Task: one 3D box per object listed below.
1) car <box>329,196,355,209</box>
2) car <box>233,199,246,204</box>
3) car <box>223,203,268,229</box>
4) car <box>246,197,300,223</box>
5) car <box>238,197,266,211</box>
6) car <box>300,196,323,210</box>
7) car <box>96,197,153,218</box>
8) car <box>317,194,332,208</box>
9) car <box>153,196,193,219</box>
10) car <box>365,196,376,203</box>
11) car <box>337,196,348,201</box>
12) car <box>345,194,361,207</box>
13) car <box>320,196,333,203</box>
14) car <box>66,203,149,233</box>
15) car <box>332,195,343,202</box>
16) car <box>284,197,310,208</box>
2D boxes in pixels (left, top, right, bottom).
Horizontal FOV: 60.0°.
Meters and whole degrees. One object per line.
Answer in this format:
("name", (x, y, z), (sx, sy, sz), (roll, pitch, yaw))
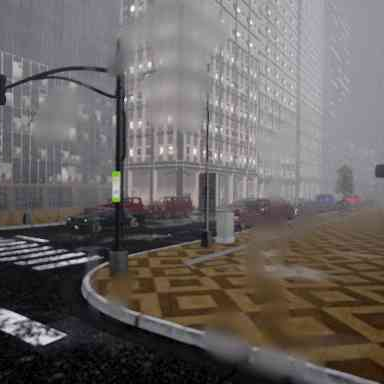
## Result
("car", (21.343, 1.657, 47.131), (1.812, 1.442, 4.674), (1, 1, 35))
("car", (5.471, 1.499, 34.845), (1.882, 1.535, 5.008), (1, 1, 35))
("car", (3.206, 1.670, 22.049), (1.802, 1.307, 4.206), (1, 0, 35))
("car", (6.695, 1.411, 26.978), (2.192, 1.841, 5.009), (1, 0, 35))
("car", (7.641, 1.434, 42.305), (1.967, 1.590, 4.097), (1, 0, 35))
("car", (15.226, 1.644, 43.618), (1.994, 1.385, 4.181), (1, 1, 35))
("car", (-5.515, 1.279, 23.805), (2.192, 1.841, 5.009), (1, 0, 35))
("car", (20.613, 1.312, 51.330), (2.150, 2.045, 5.566), (1, 1, 35))
("car", (-1.860, 1.287, 28.976), (2.192, 1.841, 5.009), (1, 0, 35))
("car", (39.451, 1.599, 73.541), (1.967, 1.590, 4.097), (1, 1, 35))
("car", (39.406, 1.626, 87.128), (1.947, 1.339, 4.313), (1, 1, 35))
("car", (25.370, 1.367, 52.894), (2.150, 2.045, 5.566), (1, 1, 35))
("car", (29.814, 1.619, 73.560), (1.802, 1.307, 4.206), (1, 0, 35))
("car", (-5.053, 1.599, 19.950), (1.895, 1.301, 4.718), (1, 1, 35))
("car", (36.121, 1.573, 82.481), (1.752, 1.417, 4.829), (1, 1, 35))
("car", (15.462, 1.484, 48.811), (2.128, 1.511, 4.902), (1, 1, 35))
